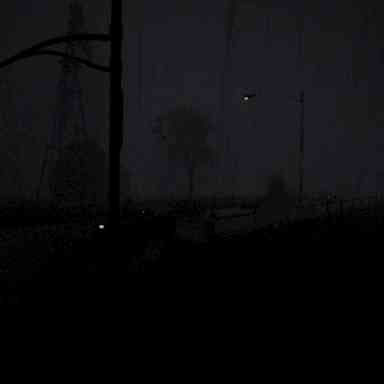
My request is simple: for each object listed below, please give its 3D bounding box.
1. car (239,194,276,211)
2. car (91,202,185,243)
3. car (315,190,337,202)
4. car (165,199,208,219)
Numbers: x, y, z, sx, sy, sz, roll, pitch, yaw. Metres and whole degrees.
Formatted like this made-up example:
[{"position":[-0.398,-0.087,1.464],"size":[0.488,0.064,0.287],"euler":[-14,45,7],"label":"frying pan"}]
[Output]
[{"position":[6.505,0.991,32.743],"size":[1.882,1.535,5.008],"euler":[2,3,39],"label":"car"},{"position":[-2.566,1.406,15.573],"size":[1.994,1.385,4.181],"euler":[2,2,38],"label":"car"},{"position":[20.092,0.583,49.658],"size":[2.097,1.767,4.553],"euler":[2,2,39],"label":"car"},{"position":[-1.051,1.220,23.256],"size":[2.033,1.411,5.357],"euler":[2,2,39],"label":"car"}]
